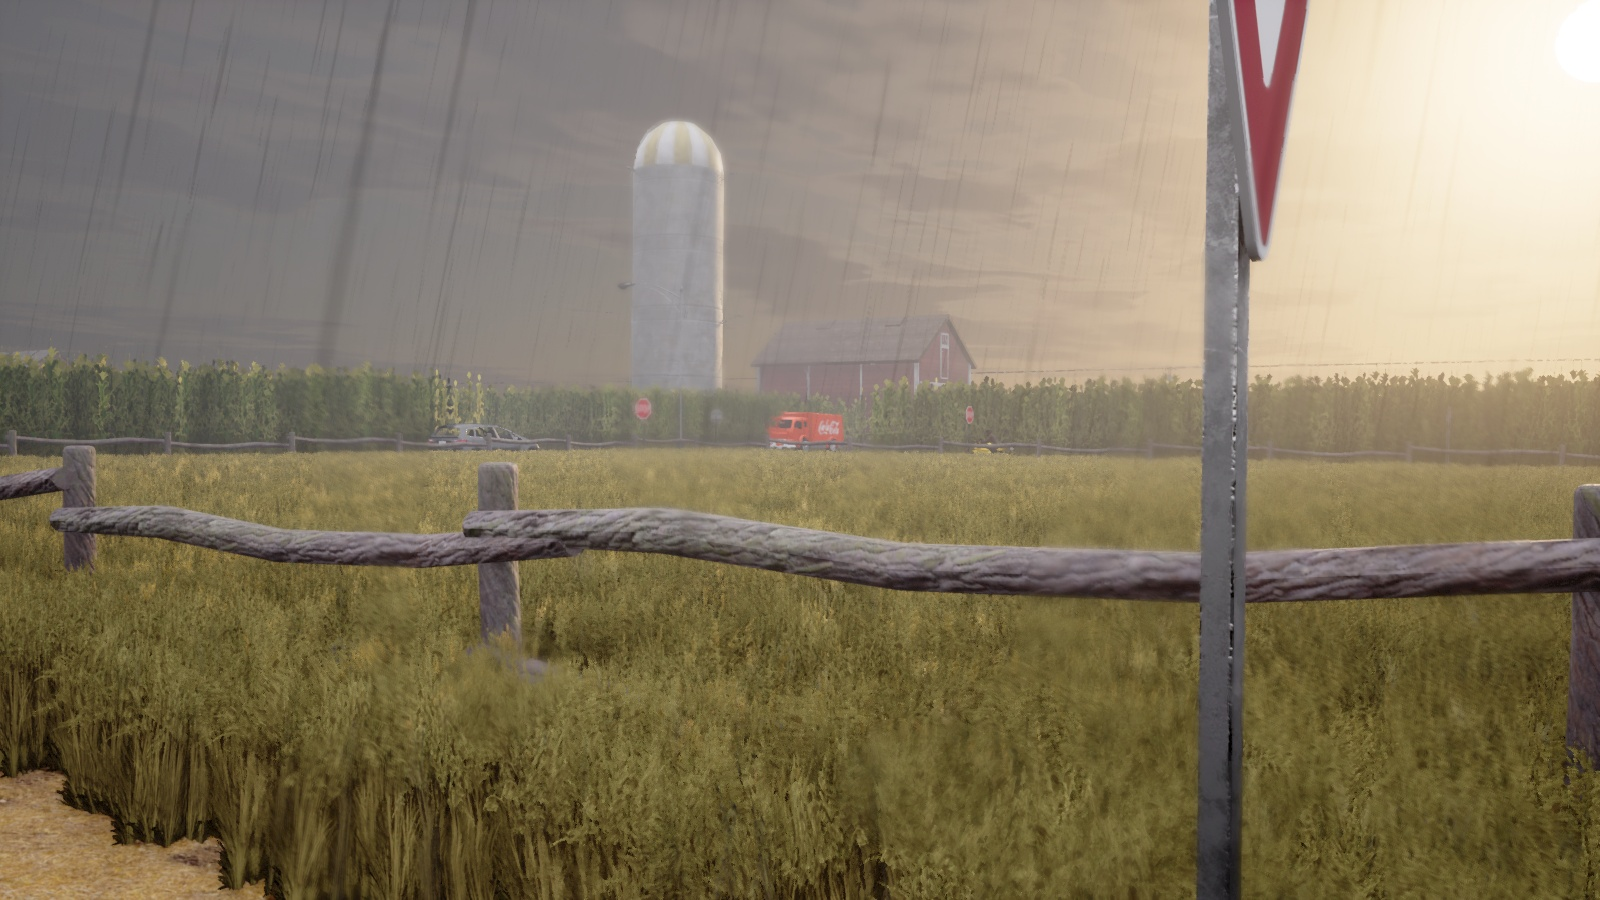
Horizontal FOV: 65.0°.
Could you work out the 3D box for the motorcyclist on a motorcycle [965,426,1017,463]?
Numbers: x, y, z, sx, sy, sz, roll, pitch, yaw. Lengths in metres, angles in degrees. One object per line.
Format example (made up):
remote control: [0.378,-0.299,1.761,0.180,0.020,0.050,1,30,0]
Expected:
motorcyclist on a motorcycle: [8.071,-0.240,53.095,2.044,1.523,0.797,1,1,34]

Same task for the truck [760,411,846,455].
truck: [0.214,-0.950,73.538,2.627,2.467,5.204,0,0,34]

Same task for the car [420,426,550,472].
car: [-12.292,-0.059,49.266,2.242,1.667,4.611,0,1,34]
